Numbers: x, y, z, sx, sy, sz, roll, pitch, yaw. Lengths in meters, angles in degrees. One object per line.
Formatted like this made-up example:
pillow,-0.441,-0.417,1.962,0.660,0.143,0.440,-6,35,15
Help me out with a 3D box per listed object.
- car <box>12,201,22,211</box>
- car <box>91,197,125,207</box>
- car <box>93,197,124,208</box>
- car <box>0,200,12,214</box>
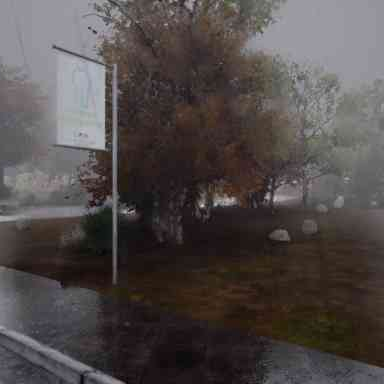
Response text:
car,-21.864,1.561,38.236,1.994,1.385,4.181,0,0,39
car,-12.607,1.465,49.965,1.837,1.490,4.892,0,0,38
car,-11.194,1.532,46.082,1.994,1.385,4.181,0,0,38
car,-21.265,1.506,33.380,1.837,1.490,4.892,0,0,39
